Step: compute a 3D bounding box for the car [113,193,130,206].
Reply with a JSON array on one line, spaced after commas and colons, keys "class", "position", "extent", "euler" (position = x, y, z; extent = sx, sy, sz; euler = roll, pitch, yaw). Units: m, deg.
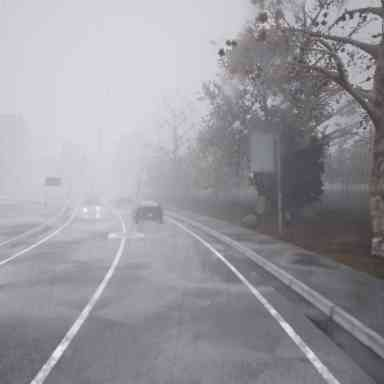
[{"class": "car", "position": [-8.445, 0.869, 40.992], "extent": [1.812, 1.442, 4.674], "euler": [1, 1, -18]}]

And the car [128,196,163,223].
[{"class": "car", "position": [-3.274, 1.281, 23.875], "extent": [1.882, 1.535, 5.008], "euler": [1, 1, -14]}]

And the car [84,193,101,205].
[{"class": "car", "position": [-12.268, 0.850, 40.863], "extent": [1.895, 1.301, 4.718], "euler": [1, 1, -18]}]
